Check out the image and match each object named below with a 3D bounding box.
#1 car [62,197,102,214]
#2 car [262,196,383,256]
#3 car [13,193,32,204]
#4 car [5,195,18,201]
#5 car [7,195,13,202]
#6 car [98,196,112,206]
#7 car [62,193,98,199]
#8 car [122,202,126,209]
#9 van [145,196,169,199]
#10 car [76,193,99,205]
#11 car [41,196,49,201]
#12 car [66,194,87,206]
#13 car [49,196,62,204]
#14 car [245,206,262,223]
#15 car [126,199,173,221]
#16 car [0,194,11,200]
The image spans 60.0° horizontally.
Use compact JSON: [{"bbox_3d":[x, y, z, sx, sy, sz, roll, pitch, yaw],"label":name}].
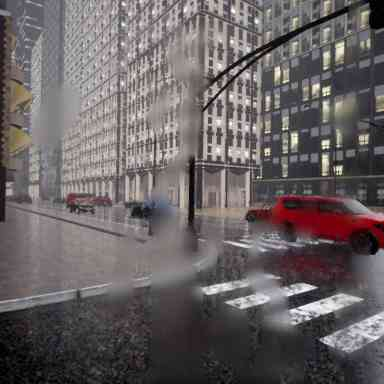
[{"bbox_3d":[-10.932,1.427,32.871,2.008,1.369,4.403,1,-1,-35],"label":"car"},{"bbox_3d":[5.841,1.211,13.694,2.150,2.045,5.566,0,0,-35],"label":"car"},{"bbox_3d":[-30.554,1.154,60.504,2.192,1.841,5.009,1,-1,-35],"label":"car"},{"bbox_3d":[-40.370,1.377,74.317,2.008,1.369,4.403,1,-1,-35],"label":"car"},{"bbox_3d":[-37.100,1.396,69.712,1.947,1.339,4.313,1,-1,-35],"label":"car"},{"bbox_3d":[-14.482,1.379,53.075,2.097,1.767,4.553,1,-1,-35],"label":"car"},{"bbox_3d":[-14.166,1.137,41.949,2.150,2.045,5.566,1,-1,-35],"label":"car"},{"bbox_3d":[-7.372,1.584,42.328,2.008,1.369,4.403,1,-1,-35],"label":"car"},{"bbox_3d":[-4.097,1.382,37.725,1.690,1.788,3.998,1,-1,-35],"label":"van"},{"bbox_3d":[-18.574,1.248,58.828,2.150,2.045,5.566,1,-1,-35],"label":"car"},{"bbox_3d":[-36.812,1.570,83.774,1.802,1.307,4.206,1,-1,-35],"label":"car"},{"bbox_3d":[-18.760,1.316,53.887,2.097,1.767,4.553,1,-1,-36],"label":"car"},{"bbox_3d":[-24.211,1.503,61.594,2.033,1.411,5.357,1,-1,-38],"label":"car"},{"bbox_3d":[5.714,1.505,23.909,1.967,1.590,4.097,1,-1,-35],"label":"car"},{"bbox_3d":[-3.274,1.502,26.564,1.994,1.385,4.181,1,0,-35],"label":"car"},{"bbox_3d":[-46.816,1.365,83.391,1.752,1.417,4.829,1,-1,-35],"label":"car"}]
